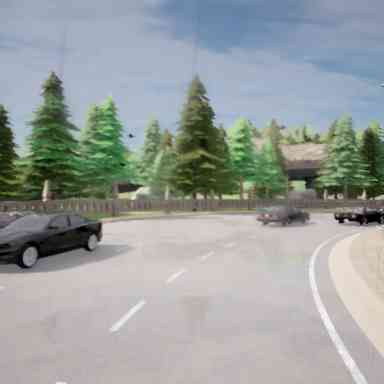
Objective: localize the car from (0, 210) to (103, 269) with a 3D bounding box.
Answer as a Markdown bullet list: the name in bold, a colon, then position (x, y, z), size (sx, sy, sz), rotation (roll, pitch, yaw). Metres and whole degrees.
- **car**: position (-5.020, 1.434, 11.385), size (1.882, 1.535, 5.008), rotation (1, 0, 18)

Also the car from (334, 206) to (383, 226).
- **car**: position (12.946, 1.794, 25.439), size (4.718, 1.301, 1.895), rotation (1, 0, -37)

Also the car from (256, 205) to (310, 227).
- **car**: position (6.736, 1.664, 24.282), size (2.033, 1.411, 5.357), rotation (1, 0, 43)
